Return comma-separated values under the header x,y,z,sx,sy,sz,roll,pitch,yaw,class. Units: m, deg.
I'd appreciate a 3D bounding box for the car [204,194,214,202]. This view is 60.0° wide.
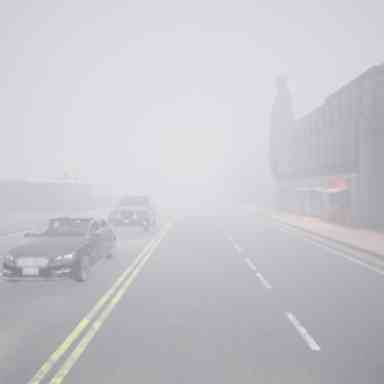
x,y,z,sx,sy,sz,roll,pitch,yaw,class
4.117,1.451,77.654,2.128,1.511,4.902,0,0,0,car

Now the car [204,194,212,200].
x,y,z,sx,sy,sz,roll,pitch,yaw,class
4.202,1.361,88.047,1.812,1.442,4.674,0,0,0,car

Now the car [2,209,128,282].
x,y,z,sx,sy,sz,roll,pitch,yaw,class
-3.534,1.479,9.770,2.128,1.511,4.902,0,0,0,car

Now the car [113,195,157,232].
x,y,z,sx,sy,sz,roll,pitch,yaw,class
-3.437,1.199,20.273,2.150,2.045,5.566,0,0,0,car

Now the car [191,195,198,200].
x,y,z,sx,sy,sz,roll,pitch,yaw,class
0.702,1.376,88.118,2.033,1.411,5.357,0,0,0,car
